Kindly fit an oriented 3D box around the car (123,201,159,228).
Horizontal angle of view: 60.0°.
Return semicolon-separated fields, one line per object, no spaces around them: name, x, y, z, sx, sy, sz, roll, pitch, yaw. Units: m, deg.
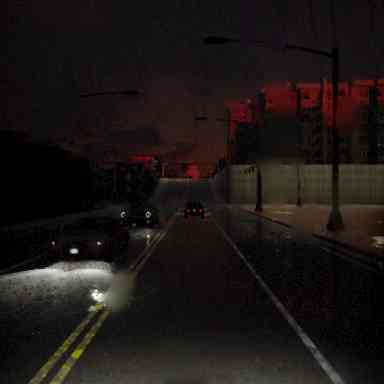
car;-3.496;1.424;22.621;2.097;1.767;4.553;0;0;0

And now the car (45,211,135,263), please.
car;-3.533;1.603;11.983;1.994;1.385;4.181;0;0;0

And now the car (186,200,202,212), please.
car;0.261;1.734;41.610;1.895;1.301;4.718;0;0;0

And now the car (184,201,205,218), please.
car;0.222;1.647;31.257;2.033;1.411;5.357;0;0;0
